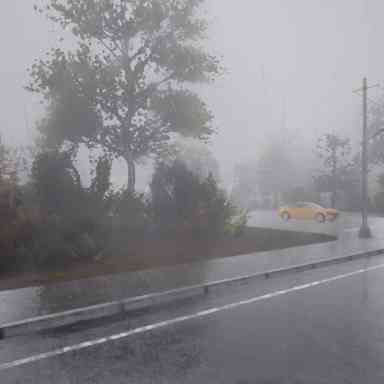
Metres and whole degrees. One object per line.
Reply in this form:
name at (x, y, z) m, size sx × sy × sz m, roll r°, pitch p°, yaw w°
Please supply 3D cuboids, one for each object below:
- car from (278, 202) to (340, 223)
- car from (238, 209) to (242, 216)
car at (9.326, 1.566, 26.865) m, size 1.882 × 1.535 × 5.008 m, roll 0°, pitch -1°, yaw -39°
car at (2.991, 1.584, 34.354) m, size 2.097 × 1.767 × 4.553 m, roll 0°, pitch -1°, yaw -43°
